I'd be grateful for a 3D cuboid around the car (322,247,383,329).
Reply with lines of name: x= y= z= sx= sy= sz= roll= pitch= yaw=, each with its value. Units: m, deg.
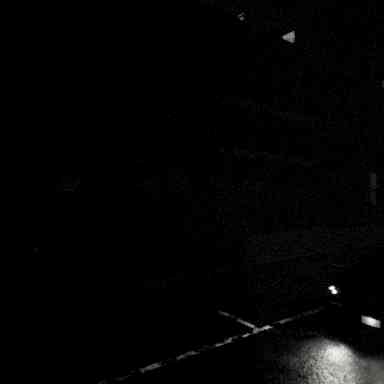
car: x=4.844 y=1.552 z=6.517 sx=5.357 sy=1.411 sz=2.033 roll=0 pitch=0 yaw=-35
